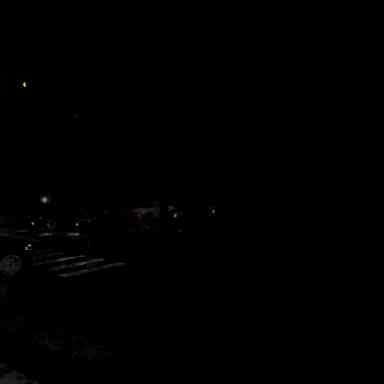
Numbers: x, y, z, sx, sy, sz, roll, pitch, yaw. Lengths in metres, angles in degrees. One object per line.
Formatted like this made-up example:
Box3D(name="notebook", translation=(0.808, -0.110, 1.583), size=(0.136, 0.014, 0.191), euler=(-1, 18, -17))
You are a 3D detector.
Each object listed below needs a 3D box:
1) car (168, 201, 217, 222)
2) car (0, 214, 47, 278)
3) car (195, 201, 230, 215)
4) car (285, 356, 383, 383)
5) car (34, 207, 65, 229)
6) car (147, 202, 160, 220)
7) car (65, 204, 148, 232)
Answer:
Box3D(name="car", translation=(0.074, 1.669, 28.680), size=(2.128, 1.511, 4.902), euler=(1, 0, 35))
Box3D(name="car", translation=(-6.414, 1.480, 7.952), size=(1.882, 1.535, 5.008), euler=(0, 0, 35))
Box3D(name="car", translation=(2.403, 1.767, 37.568), size=(1.994, 1.385, 4.181), euler=(1, 0, 36))
Box3D(name="car", translation=(2.446, 1.546, 1.215), size=(4.507, 1.381, 1.887), euler=(0, 1, 35))
Box3D(name="car", translation=(-8.494, 1.642, 22.207), size=(1.895, 1.301, 4.718), euler=(1, 0, 35))
Box3D(name="car", translation=(-3.355, 1.642, 29.462), size=(1.812, 1.442, 4.674), euler=(1, 0, 35))
Box3D(name="car", translation=(-5.281, 1.624, 21.115), size=(1.812, 1.442, 4.674), euler=(1, 0, 35))
